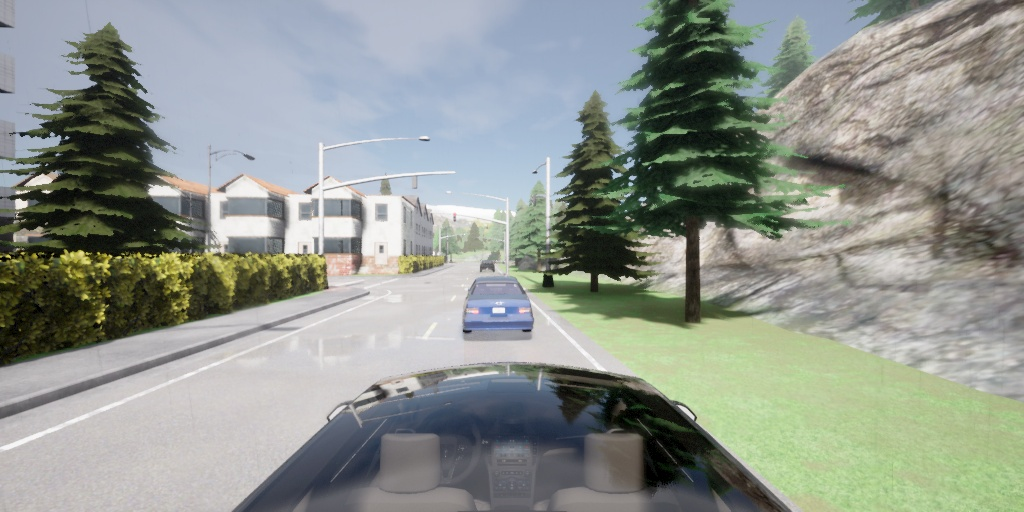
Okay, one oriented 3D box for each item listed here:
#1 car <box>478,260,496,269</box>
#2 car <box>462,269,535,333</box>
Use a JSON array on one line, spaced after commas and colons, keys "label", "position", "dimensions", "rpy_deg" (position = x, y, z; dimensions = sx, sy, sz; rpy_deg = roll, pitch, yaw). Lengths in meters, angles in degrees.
[{"label": "car", "position": [-3.141, 1.251, 45.452], "dimensions": [1.837, 1.490, 4.892], "rpy_deg": [0, 0, -4]}, {"label": "car", "position": [-0.481, 1.297, 10.737], "dimensions": [2.033, 1.411, 5.357], "rpy_deg": [0, 0, -4]}]
